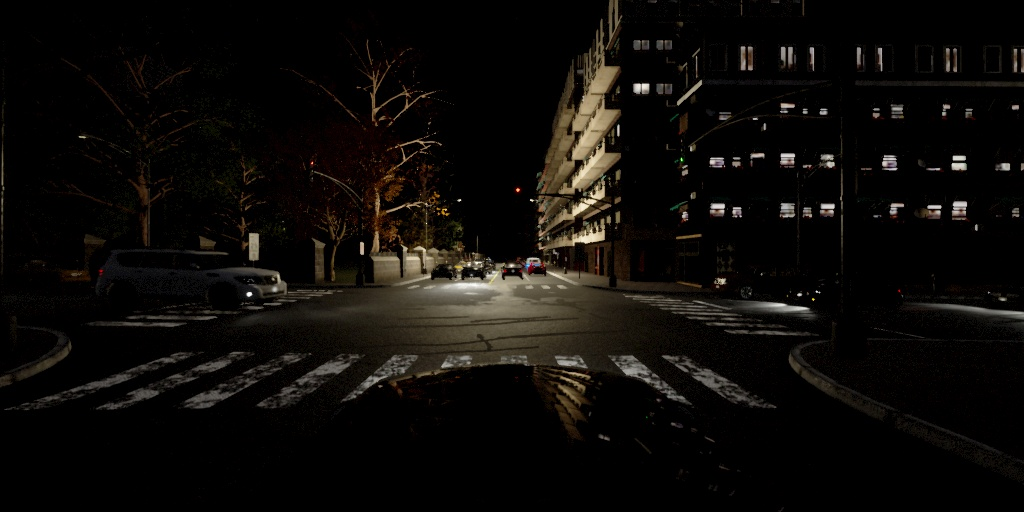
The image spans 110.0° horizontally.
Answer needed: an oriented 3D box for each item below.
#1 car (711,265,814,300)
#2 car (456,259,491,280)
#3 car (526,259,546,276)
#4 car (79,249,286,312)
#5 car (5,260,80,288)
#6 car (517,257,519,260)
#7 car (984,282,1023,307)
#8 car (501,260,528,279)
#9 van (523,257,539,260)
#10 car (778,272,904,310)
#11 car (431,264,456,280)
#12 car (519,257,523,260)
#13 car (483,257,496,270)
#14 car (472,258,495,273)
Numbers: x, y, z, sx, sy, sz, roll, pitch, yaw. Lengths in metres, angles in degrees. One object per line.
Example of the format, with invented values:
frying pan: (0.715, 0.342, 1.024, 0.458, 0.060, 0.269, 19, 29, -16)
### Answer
car: (13.371, 1.353, 18.973, 5.009, 1.841, 2.192, 0, 0, -1)
car: (-3.230, 1.255, 31.052, 2.128, 1.511, 4.902, 0, 0, 0)
car: (2.527, 1.314, 36.893, 1.888, 1.381, 4.507, 0, 0, 0)
car: (-11.278, 0.793, 12.832, 5.566, 2.045, 2.150, 1, 0, -1)
car: (-24.819, 0.882, 18.428, 4.829, 1.417, 1.751, 0, 0, -1)
car: (-0.186, 1.328, 62.257, 1.812, 1.442, 4.674, 0, 0, 0)
car: (24.950, 1.764, 16.555, 4.674, 1.442, 1.812, 1, 0, -1)
car: (0.012, 1.312, 32.588, 2.033, 1.411, 5.357, 0, 0, -1)
van: (2.500, 1.115, 42.523, 1.690, 1.789, 3.998, 0, 0, 0)
car: (15.113, 1.624, 16.410, 4.181, 1.385, 1.994, 1, 0, -1)
car: (-5.827, 1.330, 31.223, 1.948, 1.339, 4.313, 0, 0, 0)
car: (2.447, 1.229, 53.783, 1.967, 1.591, 4.097, 0, 0, 0)
car: (-3.323, 1.278, 51.763, 2.128, 1.511, 4.902, 0, 0, 0)
car: (-3.280, 1.278, 41.351, 1.837, 1.490, 4.892, 0, 0, 0)
